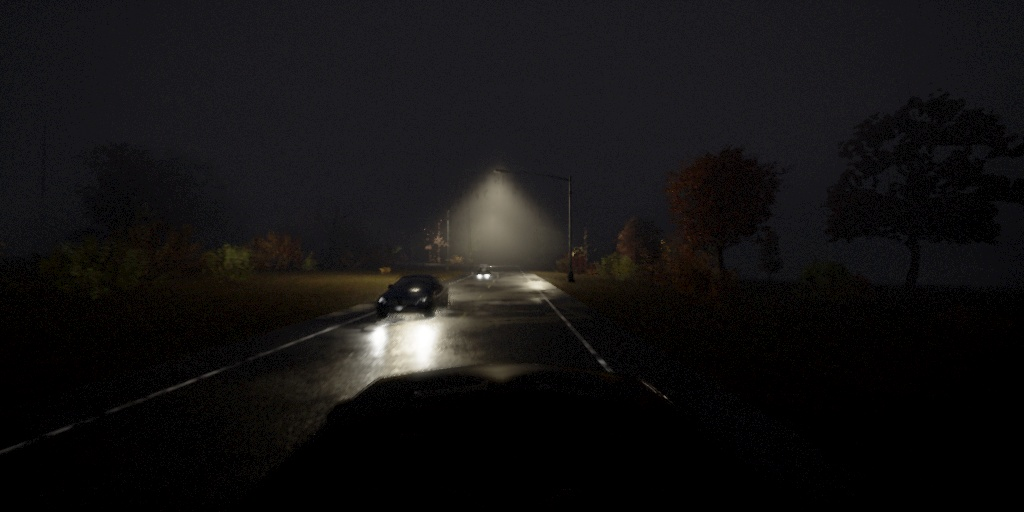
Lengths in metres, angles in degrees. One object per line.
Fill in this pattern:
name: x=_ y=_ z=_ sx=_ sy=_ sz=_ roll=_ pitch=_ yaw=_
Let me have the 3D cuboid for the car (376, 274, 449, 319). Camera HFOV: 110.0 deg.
car: x=-3.593 y=1.429 z=13.755 sx=1.812 sy=1.442 sz=4.674 roll=0 pitch=-1 yaw=0

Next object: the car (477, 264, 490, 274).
car: x=-4.285 y=1.936 z=54.188 sx=2.128 sy=1.511 sz=4.902 roll=0 pitch=-1 yaw=-5
